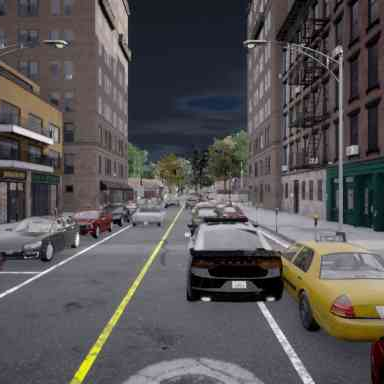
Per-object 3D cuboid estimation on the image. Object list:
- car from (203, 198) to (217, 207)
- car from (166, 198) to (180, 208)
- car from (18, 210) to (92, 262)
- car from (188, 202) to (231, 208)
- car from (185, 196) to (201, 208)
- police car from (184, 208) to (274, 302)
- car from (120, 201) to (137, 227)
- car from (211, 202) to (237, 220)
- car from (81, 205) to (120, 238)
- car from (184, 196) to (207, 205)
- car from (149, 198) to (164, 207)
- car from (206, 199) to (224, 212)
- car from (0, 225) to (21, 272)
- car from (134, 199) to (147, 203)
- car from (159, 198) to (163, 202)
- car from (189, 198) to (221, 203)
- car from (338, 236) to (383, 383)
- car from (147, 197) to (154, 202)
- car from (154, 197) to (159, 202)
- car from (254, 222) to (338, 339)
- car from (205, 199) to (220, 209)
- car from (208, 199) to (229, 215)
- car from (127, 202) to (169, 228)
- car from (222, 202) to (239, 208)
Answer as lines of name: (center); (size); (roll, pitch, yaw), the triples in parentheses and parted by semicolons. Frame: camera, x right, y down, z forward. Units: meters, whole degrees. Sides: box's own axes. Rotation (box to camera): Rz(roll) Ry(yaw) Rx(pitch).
car: (2.685, 1.585, 50.621); (1.947, 1.339, 4.313); (0, 0, 0)
car: (-2.706, 1.580, 47.702); (1.994, 1.385, 4.181); (0, 0, 0)
car: (-5.376, 1.551, 11.995); (2.008, 1.369, 4.403); (0, 0, 0)
car: (0.842, 1.526, 18.325); (1.812, 1.442, 4.674); (0, 0, 0)
car: (0.061, 1.507, 46.231); (2.128, 1.511, 4.902); (0, 0, 1)
police car: (0.833, 1.425, 8.435); (1.930, 1.638, 5.238); (0, 0, 0)
car: (-5.366, 1.567, 23.033); (1.947, 1.339, 4.313); (0, 0, 0)
car: (2.664, 1.584, 28.547); (1.802, 1.307, 4.206); (0, 0, 0)
car: (-5.371, 1.545, 17.514); (1.887, 1.381, 4.507); (0, 0, 0)
car: (0.685, 1.502, 59.502); (1.882, 1.535, 5.008); (0, 0, 27)
car: (-5.340, 1.600, 50.627); (1.802, 1.307, 4.206); (0, 0, 0)
car: (2.675, 1.554, 39.584); (1.887, 1.381, 4.507); (0, 0, 0)
car: (-5.381, 1.582, 6.476); (1.802, 1.307, 4.206); (0, 0, 0)
car: (-5.360, 1.553, 28.551); (2.008, 1.369, 4.403); (0, 0, 0)
car: (-5.345, 1.454, 45.108); (1.967, 1.590, 4.097); (0, 0, 0)
car: (0.848, 1.457, 24.515); (1.801, 1.575, 5.366); (0, 0, 0)
car: (2.639, 1.315, 0.956); (2.192, 1.841, 5.009); (0, 0, 0)
car: (-5.356, 1.446, 34.070); (1.967, 1.590, 4.097); (0, 0, 0)
car: (-5.351, 1.535, 39.419); (1.752, 1.417, 4.829); (0, 0, 0)
car: (2.640, 1.525, 6.643); (1.752, 1.417, 4.829); (0, 0, 0)
car: (2.680, 1.596, 45.102); (1.802, 1.307, 4.206); (0, 0, 0)
car: (2.670, 1.531, 34.236); (1.752, 1.417, 4.829); (0, 0, 0)
car: (-2.826, 1.601, 22.594); (1.895, 1.301, 4.718); (0, 0, 0)
car: (2.660, 1.583, 23.029); (1.802, 1.307, 4.206); (0, 0, 0)
